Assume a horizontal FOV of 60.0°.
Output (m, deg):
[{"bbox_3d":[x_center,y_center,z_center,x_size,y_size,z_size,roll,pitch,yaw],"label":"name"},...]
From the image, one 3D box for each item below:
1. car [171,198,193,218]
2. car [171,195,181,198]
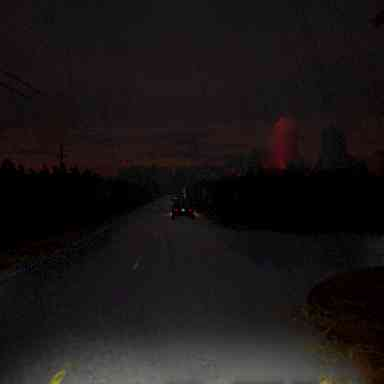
[{"bbox_3d":[-0.868,1.533,29.622,2.033,1.411,5.357,0,0,-3],"label":"car"},{"bbox_3d":[-3.347,1.458,68.820,2.128,1.511,4.902,0,0,-4],"label":"car"}]
